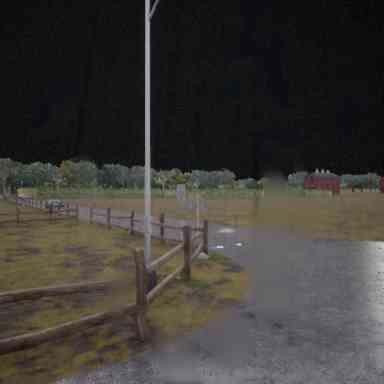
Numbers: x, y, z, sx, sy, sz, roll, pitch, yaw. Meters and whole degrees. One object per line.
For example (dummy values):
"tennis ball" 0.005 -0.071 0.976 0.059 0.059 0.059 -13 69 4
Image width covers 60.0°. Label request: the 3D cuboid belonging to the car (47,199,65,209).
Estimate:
"car" -19.983 1.768 48.454 2.033 1.411 5.357 -1 1 -33
